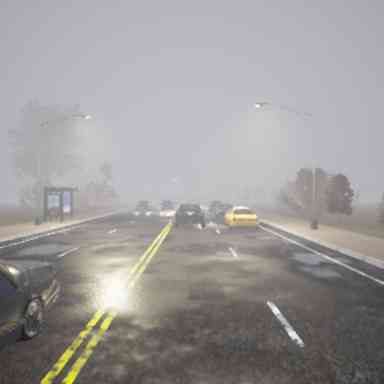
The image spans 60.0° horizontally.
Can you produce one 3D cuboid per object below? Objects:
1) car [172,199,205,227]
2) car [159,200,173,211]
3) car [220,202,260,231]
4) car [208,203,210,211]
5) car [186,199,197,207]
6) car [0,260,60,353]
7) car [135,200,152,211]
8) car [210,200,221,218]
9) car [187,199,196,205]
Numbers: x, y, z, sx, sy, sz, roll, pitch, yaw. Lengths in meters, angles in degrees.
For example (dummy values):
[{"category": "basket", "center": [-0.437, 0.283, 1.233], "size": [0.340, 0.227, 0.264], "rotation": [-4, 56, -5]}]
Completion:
[{"category": "car", "center": [-0.120, 1.573, 24.927], "size": [2.097, 1.767, 4.553], "rotation": [0, -1, 0]}, {"category": "car", "center": [-3.424, 1.907, 46.820], "size": [1.837, 1.490, 4.892], "rotation": [0, 0, 0]}, {"category": "car", "center": [3.225, 1.655, 22.350], "size": [1.801, 1.575, 5.366], "rotation": [0, 0, 0]}, {"category": "car", "center": [3.178, 1.884, 44.160], "size": [1.837, 1.490, 4.892], "rotation": [0, 0, 0]}, {"category": "car", "center": [-0.030, 2.081, 63.982], "size": [2.033, 1.411, 5.357], "rotation": [0, 0, 0]}, {"category": "car", "center": [-3.349, 1.584, 3.848], "size": [2.033, 1.411, 5.357], "rotation": [0, -1, 0]}, {"category": "car", "center": [-6.672, 1.904, 46.416], "size": [1.837, 1.490, 4.892], "rotation": [0, 0, 0]}, {"category": "car", "center": [3.202, 1.838, 33.160], "size": [2.033, 1.411, 5.357], "rotation": [0, 0, 0]}, {"category": "car", "center": [-0.141, 2.217, 76.677], "size": [1.895, 1.301, 4.718], "rotation": [0, 0, 0]}]
